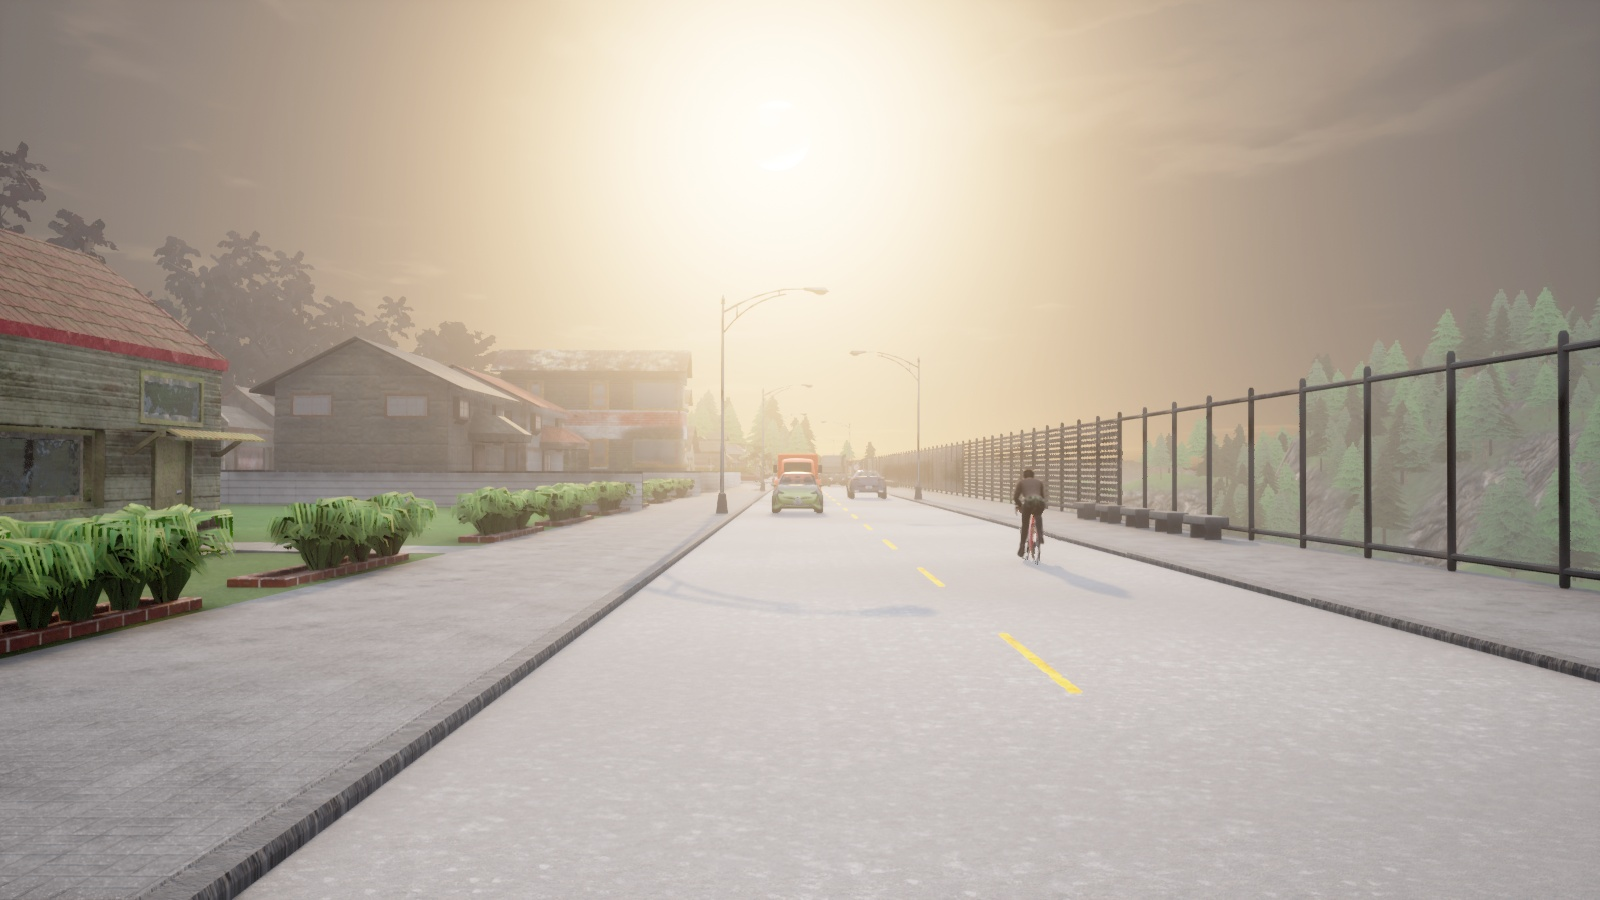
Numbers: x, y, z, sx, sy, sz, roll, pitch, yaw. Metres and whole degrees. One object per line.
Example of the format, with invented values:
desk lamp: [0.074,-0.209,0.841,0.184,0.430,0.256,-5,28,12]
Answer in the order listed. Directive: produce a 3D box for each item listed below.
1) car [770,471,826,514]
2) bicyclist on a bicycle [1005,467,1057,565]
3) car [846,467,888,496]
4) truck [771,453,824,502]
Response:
car: [-0.077,1.552,47.150,2.007,1.525,4.514,0,-1,0]
bicyclist on a bicycle: [3.970,1.115,21.689,0.582,1.620,1.656,0,-1,0]
car: [3.873,1.802,73.096,2.152,1.651,5.027,0,-1,0]
truck: [-0.113,1.422,65.264,2.627,2.467,5.204,0,-1,0]
